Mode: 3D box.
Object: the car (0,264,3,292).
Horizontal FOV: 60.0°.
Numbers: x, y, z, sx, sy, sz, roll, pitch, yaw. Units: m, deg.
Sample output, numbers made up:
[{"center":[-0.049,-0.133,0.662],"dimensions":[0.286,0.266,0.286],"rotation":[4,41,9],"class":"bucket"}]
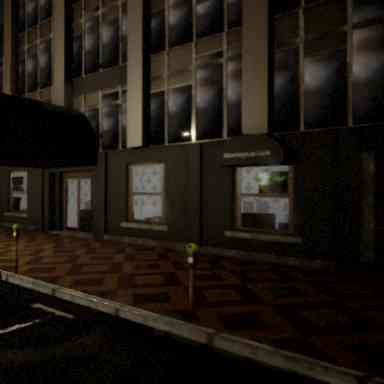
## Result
[{"center":[-5.587,1.574,7.013],"dimensions":[4.206,1.307,1.802],"rotation":[0,0,35],"class":"car"}]
